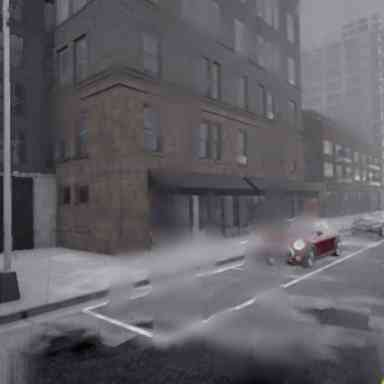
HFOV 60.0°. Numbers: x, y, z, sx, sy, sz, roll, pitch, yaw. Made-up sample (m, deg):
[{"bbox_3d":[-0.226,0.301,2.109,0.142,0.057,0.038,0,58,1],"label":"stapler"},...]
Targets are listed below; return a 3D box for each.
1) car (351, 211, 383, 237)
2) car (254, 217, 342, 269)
[{"bbox_3d":[11.191,1.902,20.550,2.008,1.369,4.403,-2,-2,41],"label":"car"},{"bbox_3d":[3.941,1.709,12.212,1.967,1.590,4.097,-2,-2,41],"label":"car"}]
